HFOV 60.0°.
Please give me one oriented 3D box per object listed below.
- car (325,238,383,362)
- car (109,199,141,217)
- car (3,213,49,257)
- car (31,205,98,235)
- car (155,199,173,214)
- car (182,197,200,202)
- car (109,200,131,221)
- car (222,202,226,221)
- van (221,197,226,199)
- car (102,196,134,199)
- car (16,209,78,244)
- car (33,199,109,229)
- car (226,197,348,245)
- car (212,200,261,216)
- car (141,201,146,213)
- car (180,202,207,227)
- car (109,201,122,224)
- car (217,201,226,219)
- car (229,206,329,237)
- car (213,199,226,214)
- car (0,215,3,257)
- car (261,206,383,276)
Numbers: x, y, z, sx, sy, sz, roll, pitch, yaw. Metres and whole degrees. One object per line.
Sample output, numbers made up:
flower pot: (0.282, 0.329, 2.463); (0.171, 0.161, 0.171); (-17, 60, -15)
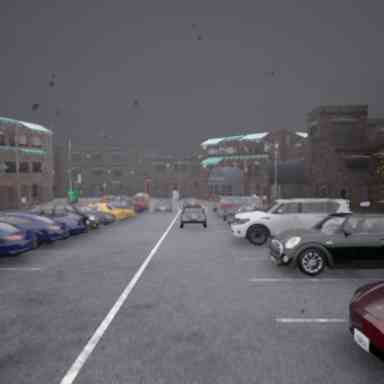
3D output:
car: (4.619, 1.536, 4.374); (4.792, 1.488, 2.163); (0, 0, 0)
car: (-7.497, 1.650, 28.928); (5.366, 1.575, 1.946); (0, 0, 0)
car: (-7.678, 1.588, 11.173); (4.674, 1.452, 2.002); (0, 0, 0)
car: (-7.711, 1.613, 17.174); (4.792, 1.488, 2.163); (0, 0, 0)
car: (-3.174, 1.633, 38.276); (2.128, 1.511, 4.902); (0, 1, -1)
car: (-0.108, 1.430, 41.432); (2.097, 1.767, 4.553); (0, 1, -3)
car: (-7.867, 1.633, 25.988); (5.366, 1.575, 1.946); (0, 0, 0)
car: (4.655, 1.608, 21.134); (4.892, 1.521, 2.231); (0, 0, 0)
van: (4.530, 1.442, 32.307); (4.442, 1.987, 1.878); (0, 0, 0)
car: (-7.652, 1.541, 31.870); (4.553, 1.767, 2.185); (0, 0, 0)
car: (-7.678, 1.606, 14.235); (4.674, 1.452, 2.002); (0, 0, 0)
car: (-7.713, 1.475, 20.113); (4.553, 1.767, 2.185); (0, 0, 0)
car: (4.620, 1.322, 15.548); (5.566, 2.045, 2.435); (0, 0, 0)
car: (4.641, 1.658, 35.115); (4.892, 1.521, 2.231); (0, 1, 0)
car: (-7.688, 1.660, 34.700); (5.008, 1.535, 2.097); (0, 0, 0)
car: (0.098, 1.691, 23.952); (2.033, 1.411, 5.357); (0, 0, 0)
car: (-7.688, 1.619, 22.925); (4.892, 1.521, 2.231); (0, 0, 0)
car: (4.650, 1.680, 26.722); (4.674, 1.452, 2.002); (0, 0, 0)
car: (4.643, 1.590, 18.341); (5.008, 1.535, 2.097); (0, 0, 0)
car: (4.654, 1.658, 29.513); (4.892, 1.521, 2.231); (0, 0, 0)
car: (-7.649, 1.404, 8.235); (4.553, 1.767, 2.185); (0, 0, 0)
car: (4.681, 1.415, 10.086); (4.553, 1.767, 2.185); (0, 0, 0)
